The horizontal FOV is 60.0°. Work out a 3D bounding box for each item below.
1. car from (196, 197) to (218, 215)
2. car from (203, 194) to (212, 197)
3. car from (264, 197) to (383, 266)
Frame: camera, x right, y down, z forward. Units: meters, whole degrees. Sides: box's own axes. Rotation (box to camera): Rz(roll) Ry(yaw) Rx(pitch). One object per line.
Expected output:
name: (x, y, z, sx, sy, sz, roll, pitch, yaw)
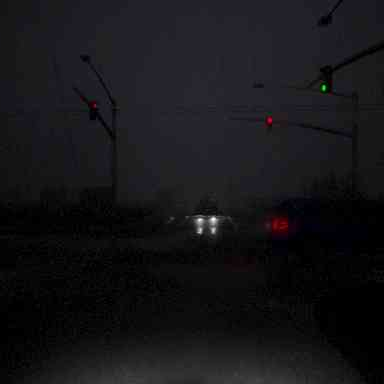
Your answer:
car: (1.407, 1.442, 31.559, 1.994, 1.385, 4.181, 0, 0, 3)
car: (2.543, 1.169, 54.138, 2.097, 1.767, 4.553, 0, 0, 3)
car: (5.208, 1.197, 10.926, 5.566, 2.045, 2.150, 0, 0, 3)
